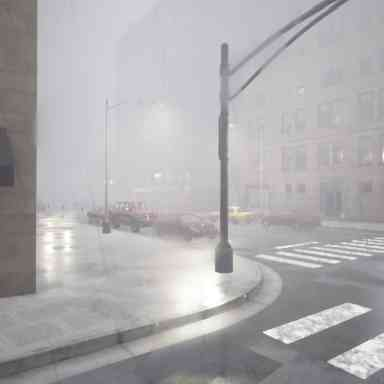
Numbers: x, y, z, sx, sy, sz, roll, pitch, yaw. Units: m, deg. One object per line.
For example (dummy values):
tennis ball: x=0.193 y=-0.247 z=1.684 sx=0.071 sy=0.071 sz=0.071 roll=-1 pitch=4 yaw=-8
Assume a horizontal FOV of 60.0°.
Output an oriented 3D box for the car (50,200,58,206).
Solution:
car: x=-32.306 y=2.564 z=76.698 sx=1.752 sy=1.417 sz=4.829 roll=0 pitch=0 yaw=-35

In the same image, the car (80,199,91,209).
car: x=-16.078 y=2.231 z=53.895 sx=2.008 sy=1.369 sz=4.403 roll=-1 pitch=0 yaw=-35

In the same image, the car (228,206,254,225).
car: x=3.177 y=1.780 z=26.840 sx=1.752 sy=1.417 sz=4.829 roll=0 pitch=0 yaw=-35

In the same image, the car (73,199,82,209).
car: x=-19.307 y=2.068 z=58.429 sx=2.192 sy=1.841 sz=5.009 roll=-1 pitch=0 yaw=-35

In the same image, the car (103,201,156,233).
car: x=-3.658 y=1.520 z=21.739 sx=2.192 sy=1.841 sz=5.009 roll=0 pitch=0 yaw=-35

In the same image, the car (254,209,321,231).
car: x=6.502 y=1.767 z=22.169 sx=1.802 sy=1.307 sz=4.206 roll=0 pitch=0 yaw=-35

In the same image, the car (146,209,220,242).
car: x=-0.428 y=1.719 z=17.204 sx=1.802 sy=1.307 sz=4.206 roll=0 pitch=0 yaw=-35

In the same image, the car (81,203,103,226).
car: x=-6.882 y=1.818 z=26.271 sx=1.887 sy=1.381 sz=4.507 roll=0 pitch=0 yaw=-35

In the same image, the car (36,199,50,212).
car: x=-23.017 y=1.947 z=48.940 sx=2.192 sy=1.841 sz=5.009 roll=-1 pitch=0 yaw=-35

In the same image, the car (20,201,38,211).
car: x=-26.241 y=2.250 z=53.472 sx=1.887 sy=1.381 sz=4.507 roll=-1 pitch=0 yaw=-35
